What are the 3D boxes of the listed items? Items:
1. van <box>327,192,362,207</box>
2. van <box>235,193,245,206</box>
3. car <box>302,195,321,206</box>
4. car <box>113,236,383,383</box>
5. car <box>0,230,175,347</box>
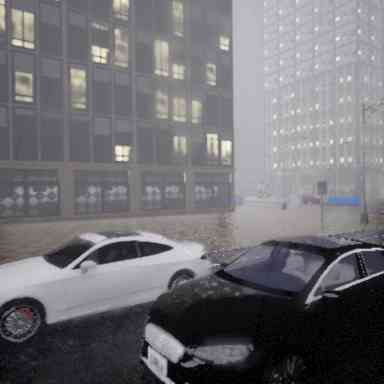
[{"bbox_3d":[18.616,0.902,40.660,1.690,1.788,3.998,-1,1,-34],"label":"van"},{"bbox_3d":[5.377,0.983,45.075,1.690,1.788,3.998,-1,1,-34],"label":"van"},{"bbox_3d":[15.440,1.080,45.198,1.887,1.381,4.507,-1,1,-34],"label":"car"},{"bbox_3d":[1.635,1.463,4.846,4.902,1.511,2.128,0,0,-35],"label":"car"},{"bbox_3d":[-1.739,1.509,6.434,4.674,1.442,1.812,0,0,-35],"label":"car"}]
